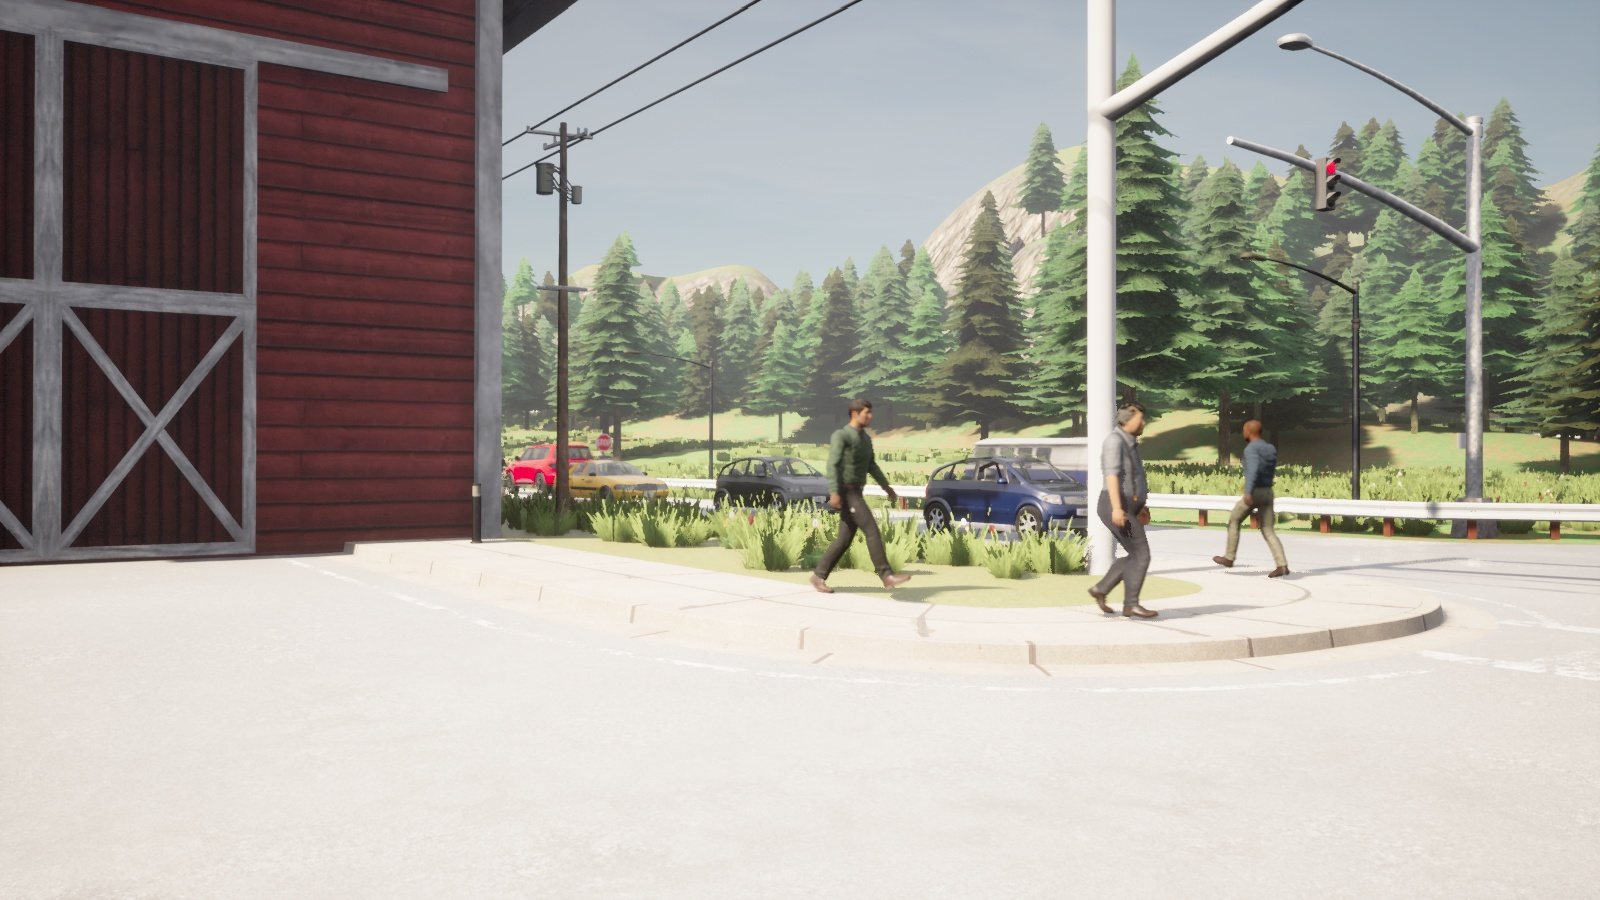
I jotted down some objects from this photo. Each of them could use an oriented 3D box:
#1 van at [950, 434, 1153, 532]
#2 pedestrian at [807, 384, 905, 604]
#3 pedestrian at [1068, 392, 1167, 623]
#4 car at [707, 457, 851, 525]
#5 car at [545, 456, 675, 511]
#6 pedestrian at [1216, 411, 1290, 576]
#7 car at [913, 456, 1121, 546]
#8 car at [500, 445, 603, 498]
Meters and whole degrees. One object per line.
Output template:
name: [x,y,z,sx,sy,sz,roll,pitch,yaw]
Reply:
van: [5.449,0.686,27.799,1.775,1.987,4.442,0,0,-34]
pedestrian: [0.510,0.394,11.505,0.788,1.949,0.423,0,0,29]
pedestrian: [2.650,0.462,10.460,0.694,1.848,0.540,0,0,26]
car: [-0.571,0.945,30.515,1.789,1.549,3.705,0,0,-34]
car: [-5.915,0.967,38.494,1.801,1.575,5.366,0,0,-34]
pedestrian: [5.179,0.489,14.386,0.370,1.835,0.726,0,0,-28]
car: [4.009,0.891,23.679,1.789,1.549,3.705,0,0,-34]
car: [-10.189,0.837,51.169,2.150,2.045,5.566,0,0,-34]
